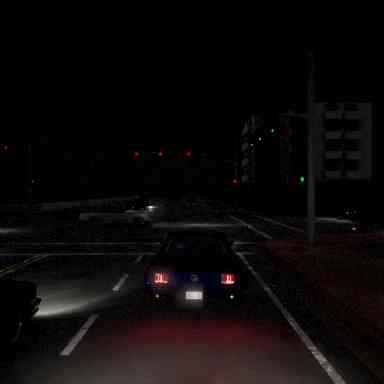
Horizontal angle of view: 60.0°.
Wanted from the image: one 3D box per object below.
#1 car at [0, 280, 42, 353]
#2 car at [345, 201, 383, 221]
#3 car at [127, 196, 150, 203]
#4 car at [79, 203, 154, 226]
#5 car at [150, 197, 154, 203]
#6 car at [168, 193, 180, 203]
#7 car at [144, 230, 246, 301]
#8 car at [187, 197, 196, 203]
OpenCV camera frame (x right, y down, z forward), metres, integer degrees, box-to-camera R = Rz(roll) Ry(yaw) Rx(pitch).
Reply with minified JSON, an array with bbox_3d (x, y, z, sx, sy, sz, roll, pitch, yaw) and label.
[{"bbox_3d":[-3.452,1.547,3.087,2.033,1.411,5.357,0,0,0],"label":"car"},{"bbox_3d":[15.001,1.505,27.013,4.892,1.490,1.837,0,0,-2],"label":"car"},{"bbox_3d":[-7.178,1.547,43.300,2.033,1.411,5.357,0,0,0],"label":"car"},{"bbox_3d":[-5.021,1.601,22.653,4.718,1.301,1.895,0,0,0],"label":"car"},{"bbox_3d":[-7.195,1.505,53.544,1.837,1.490,4.892,0,0,0],"label":"car"},{"bbox_3d":[-3.647,1.221,67.338,2.150,2.045,5.566,0,0,0],"label":"car"},{"bbox_3d":[0.114,1.601,8.291,1.895,1.301,4.718,0,0,2],"label":"car"},{"bbox_3d":[-0.147,1.601,67.360,1.895,1.301,4.718,0,0,0],"label":"car"}]
